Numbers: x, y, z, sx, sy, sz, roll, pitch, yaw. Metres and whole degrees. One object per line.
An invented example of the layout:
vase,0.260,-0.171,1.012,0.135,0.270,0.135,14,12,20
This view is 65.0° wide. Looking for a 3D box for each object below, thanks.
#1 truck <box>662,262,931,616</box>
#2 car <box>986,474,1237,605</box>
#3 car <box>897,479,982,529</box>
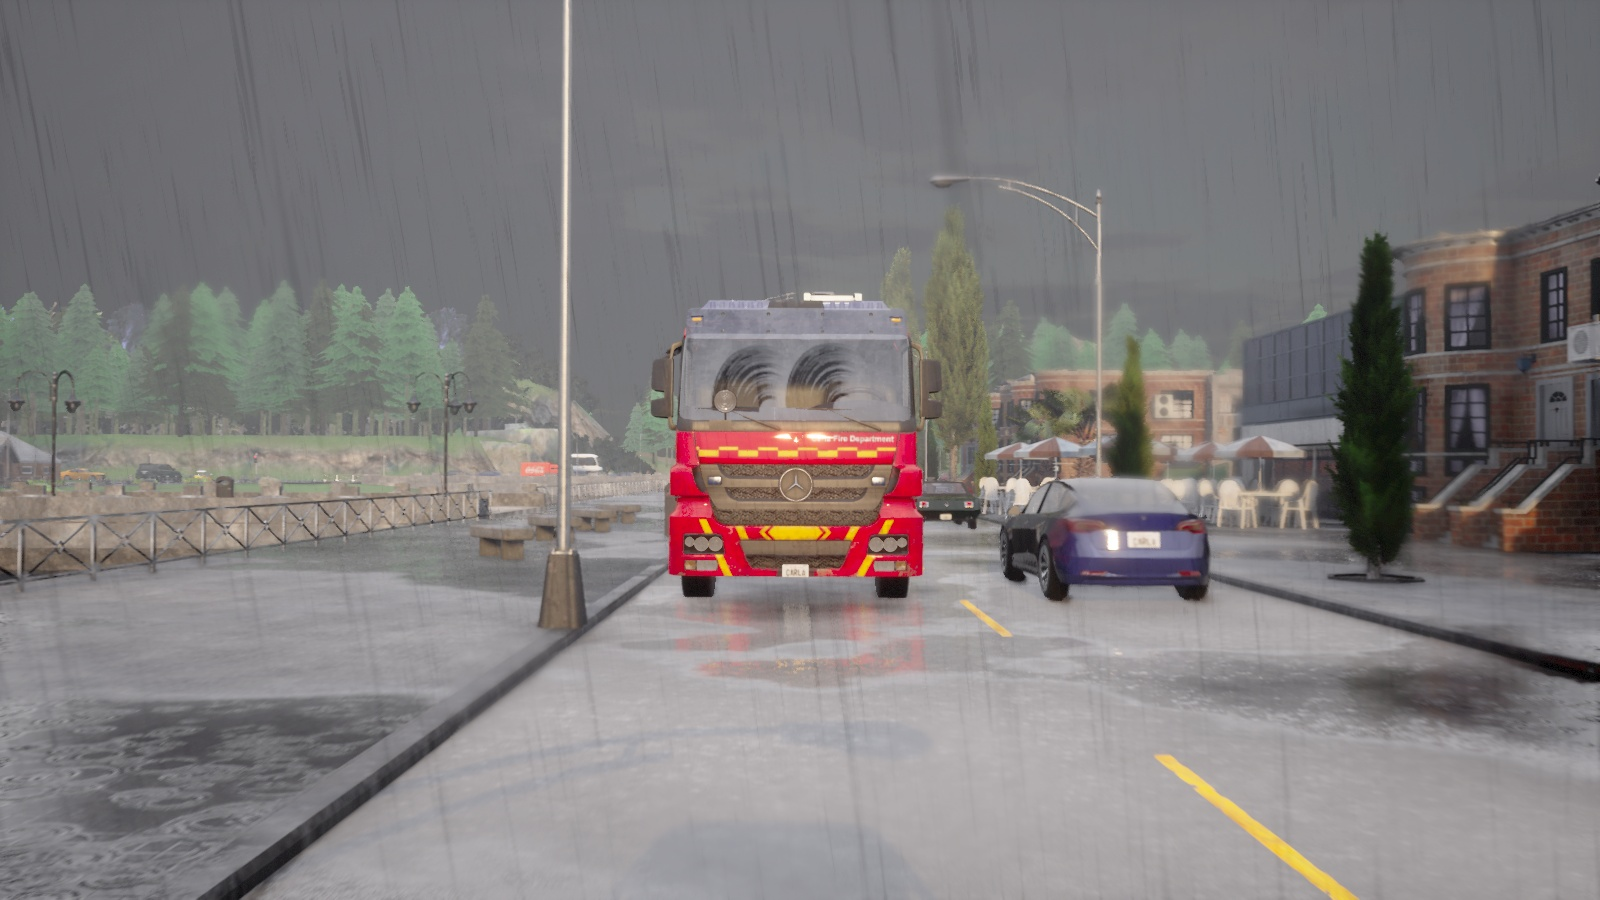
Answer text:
truck,-0.051,-0.051,17.837,2.891,3.827,8.468,0,-1,0
car,3.955,1.082,16.908,2.163,1.488,4.792,0,-1,0
car,3.906,1.500,35.853,1.895,1.301,4.718,0,-1,0
